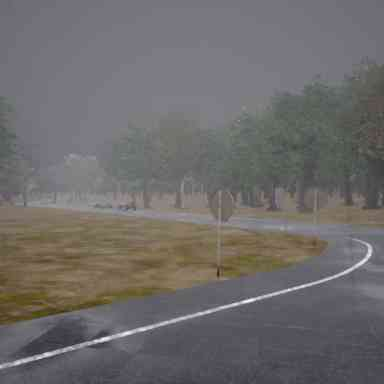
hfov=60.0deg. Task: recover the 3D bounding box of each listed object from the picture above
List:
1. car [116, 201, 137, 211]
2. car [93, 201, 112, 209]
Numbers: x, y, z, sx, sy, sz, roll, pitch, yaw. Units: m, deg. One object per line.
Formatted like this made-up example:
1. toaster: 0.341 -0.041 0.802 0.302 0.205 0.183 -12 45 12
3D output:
1. car: -10.195 2.138 51.508 1.837 1.490 4.892 2 -2 -34
2. car: -16.093 2.349 60.016 2.033 1.411 5.357 2 -2 -35
